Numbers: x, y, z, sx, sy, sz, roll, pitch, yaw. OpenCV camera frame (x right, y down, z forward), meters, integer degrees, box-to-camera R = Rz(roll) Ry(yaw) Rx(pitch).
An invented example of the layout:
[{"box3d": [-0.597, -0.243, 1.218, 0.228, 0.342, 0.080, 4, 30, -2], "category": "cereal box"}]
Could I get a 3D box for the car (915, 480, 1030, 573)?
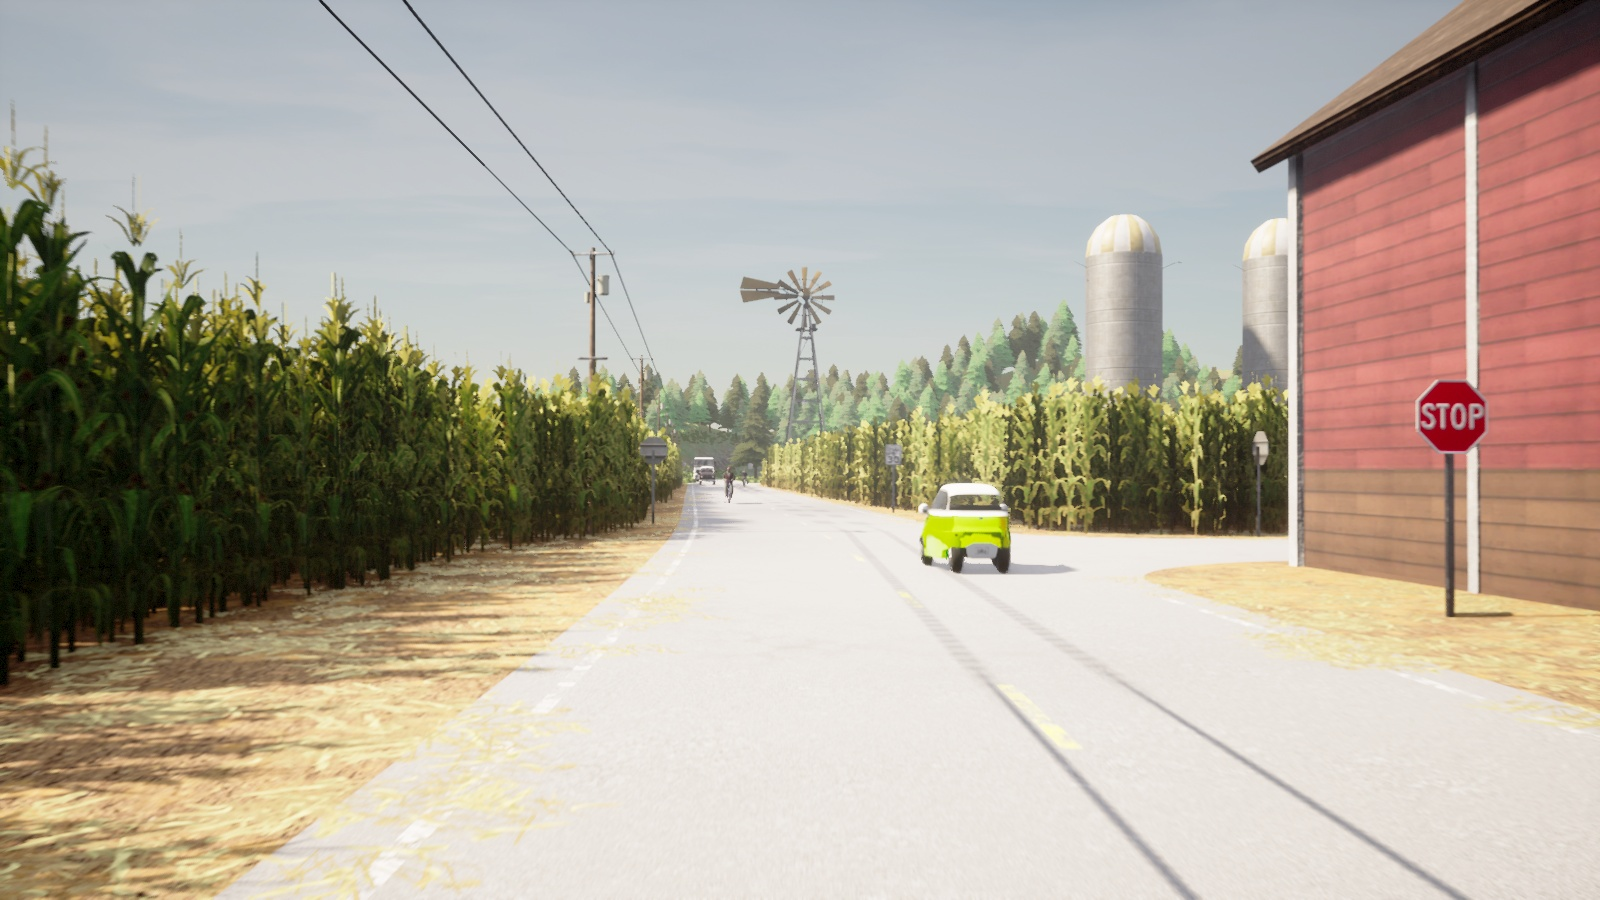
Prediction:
[{"box3d": [2.749, 1.200, 20.380, 1.481, 1.376, 2.207, 0, -1, -2], "category": "car"}]
